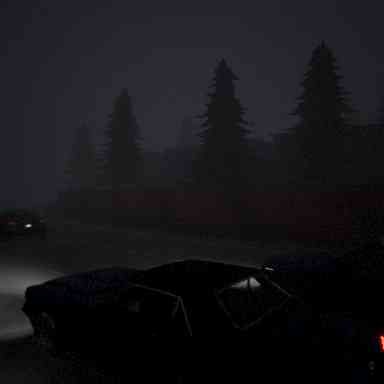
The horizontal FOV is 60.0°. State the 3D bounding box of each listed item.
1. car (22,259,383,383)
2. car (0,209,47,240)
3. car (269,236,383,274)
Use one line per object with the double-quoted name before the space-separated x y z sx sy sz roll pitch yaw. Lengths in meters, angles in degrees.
"car" -0.241 1.605 4.328 4.718 1.301 1.895 0 0 37
"car" -9.161 1.593 17.332 1.994 1.385 4.181 0 0 -43
"car" 3.511 1.527 5.916 4.674 1.442 1.812 0 0 36
